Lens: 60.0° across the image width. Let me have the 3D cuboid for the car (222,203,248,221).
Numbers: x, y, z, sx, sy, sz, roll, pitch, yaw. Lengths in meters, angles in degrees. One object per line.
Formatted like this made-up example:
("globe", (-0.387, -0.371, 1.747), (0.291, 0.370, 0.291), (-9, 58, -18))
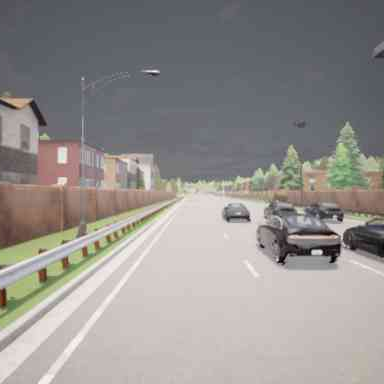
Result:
("car", (3.582, 1.611, 27.494), (1.994, 1.385, 4.181), (0, 0, 0))

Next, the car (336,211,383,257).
("car", (7.072, 1.584, 11.744), (1.994, 1.385, 4.181), (0, 0, 0))

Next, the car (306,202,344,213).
("car", (10.579, 1.553, 26.964), (1.837, 1.490, 4.892), (0, 0, 0))

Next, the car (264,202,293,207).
("car", (7.080, 1.553, 26.969), (1.837, 1.490, 4.892), (0, 0, 0))

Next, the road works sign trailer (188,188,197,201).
("road works sign trailer", (0.033, 0.618, 88.582), (2.380, 3.560, 2.880), (0, 0, 0))

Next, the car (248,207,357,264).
("car", (3.572, 1.513, 11.895), (2.128, 1.511, 4.902), (0, 0, 0))
